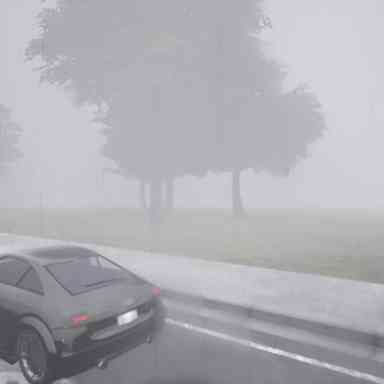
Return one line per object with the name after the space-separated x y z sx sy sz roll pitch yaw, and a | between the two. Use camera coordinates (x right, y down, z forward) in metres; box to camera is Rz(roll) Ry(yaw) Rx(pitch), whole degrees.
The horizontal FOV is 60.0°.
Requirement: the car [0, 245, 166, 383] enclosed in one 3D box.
-2.457 1.591 5.440 4.181 1.385 1.994 0 0 36 | car
